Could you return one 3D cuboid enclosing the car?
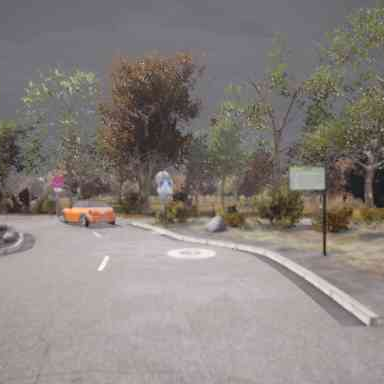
[{"bbox_3d":[-7.053,1.316,22.248,2.097,1.767,4.553,1,-1,-44],"label":"car"}]
